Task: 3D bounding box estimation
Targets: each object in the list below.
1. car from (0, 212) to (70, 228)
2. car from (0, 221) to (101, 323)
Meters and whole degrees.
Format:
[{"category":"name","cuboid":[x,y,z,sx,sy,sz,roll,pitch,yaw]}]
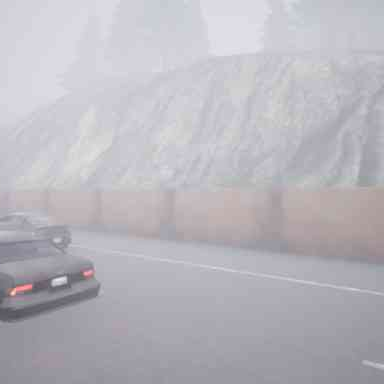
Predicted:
[{"category":"car","cuboid":[-6.593,1.509,12.992,4.674,1.442,1.812,0,0,36]},{"category":"car","cuboid":[-4.257,1.538,7.022,5.357,1.411,2.033,0,0,36]}]
